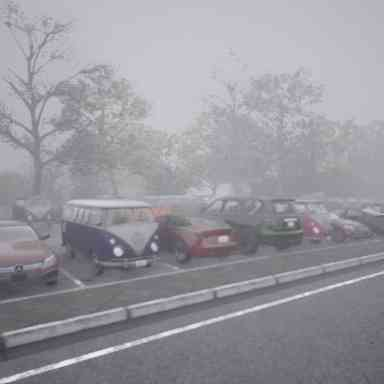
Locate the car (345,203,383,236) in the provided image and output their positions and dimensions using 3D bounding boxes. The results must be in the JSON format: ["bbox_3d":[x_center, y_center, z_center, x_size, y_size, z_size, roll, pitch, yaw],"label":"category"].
[{"bbox_3d":[8.648,1.567,18.389,2.097,1.535,5.008,1,-1,-35],"label":"car"}]

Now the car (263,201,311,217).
[{"bbox_3d":[10.089,1.755,35.481,2.002,1.452,4.674,1,-1,-35],"label":"car"}]

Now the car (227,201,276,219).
[{"bbox_3d":[5.681,1.683,32.337,2.002,1.452,4.674,1,-1,-35],"label":"car"}]

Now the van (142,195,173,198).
[{"bbox_3d":[-3.411,1.269,26.009,1.878,1.987,4.442,1,-1,-35],"label":"van"}]

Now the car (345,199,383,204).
[{"bbox_3d":[10.926,1.478,19.980,2.185,1.767,4.553,1,-1,-35],"label":"car"}]

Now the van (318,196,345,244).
[{"bbox_3d":[4.193,1.267,15.080,1.878,1.987,4.442,1,-1,-35],"label":"van"}]

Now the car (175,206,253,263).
[{"bbox_3d":[-0.396,1.478,11.992,2.163,1.488,4.792,0,0,-35],"label":"car"}]

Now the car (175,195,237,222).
[{"bbox_3d":[1.084,1.316,29.032,2.435,2.045,5.566,1,-1,-35],"label":"car"}]

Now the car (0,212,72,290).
[{"bbox_3d":[-4.908,1.504,8.747,2.002,1.452,4.674,0,0,-35],"label":"car"}]

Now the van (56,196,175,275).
[{"bbox_3d":[-2.578,1.230,10.259,1.878,1.987,4.442,0,0,-35],"label":"van"}]

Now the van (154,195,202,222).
[{"bbox_3d":[-1.257,1.304,27.543,1.878,1.987,4.442,1,-1,-35],"label":"van"}]

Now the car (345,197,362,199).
[{"bbox_3d":[16.981,1.576,40.351,2.435,2.045,5.566,1,-1,-35],"label":"car"}]

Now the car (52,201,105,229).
[{"bbox_3d":[-7.846,1.448,22.714,2.097,1.535,5.008,0,0,-35],"label":"car"}]

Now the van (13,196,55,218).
[{"bbox_3d":[-10.033,1.230,21.008,1.878,1.987,4.442,0,0,-35],"label":"van"}]

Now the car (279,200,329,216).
[{"bbox_3d":[12.452,1.753,37.154,2.097,1.535,5.008,1,-1,-35],"label":"car"}]

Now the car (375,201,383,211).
[{"bbox_3d":[30.480,2.088,50.033,2.163,1.488,4.792,1,-1,-35],"label":"car"}]

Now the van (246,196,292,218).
[{"bbox_3d":[7.769,1.452,33.969,1.878,1.987,4.442,1,-1,-35],"label":"van"}]

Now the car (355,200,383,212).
[{"bbox_3d":[25.984,1.975,46.802,2.097,1.535,5.008,1,-1,-35],"label":"car"}]

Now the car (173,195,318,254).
[{"bbox_3d":[1.848,1.205,13.589,2.435,2.045,5.566,1,-1,-35],"label":"car"}]

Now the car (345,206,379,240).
[{"bbox_3d":[6.382,1.570,16.786,2.002,1.452,4.674,1,-1,-35],"label":"car"}]

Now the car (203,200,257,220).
[{"bbox_3d":[3.426,1.606,30.727,2.097,1.535,5.008,1,-1,-35],"label":"car"}]
